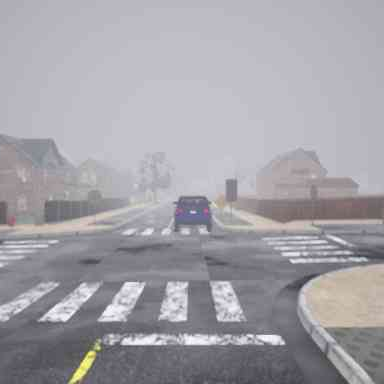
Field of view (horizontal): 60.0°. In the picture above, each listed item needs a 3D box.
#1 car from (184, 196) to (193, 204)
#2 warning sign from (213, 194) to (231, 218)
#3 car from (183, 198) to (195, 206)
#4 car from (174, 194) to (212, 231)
[{"bbox_3d":[-0.721,1.639,66.753,1.837,1.490,4.892,0,0,-2],"label":"car"},{"bbox_3d":[2.407,1.096,27.132,1.300,1.860,1.060,2,2,-1],"label":"warning sign"},{"bbox_3d":[-0.508,1.672,56.648,1.895,1.301,4.718,0,0,0],"label":"car"},{"bbox_3d":[0.036,1.198,20.704,2.150,2.045,5.566,0,0,-1],"label":"car"}]
